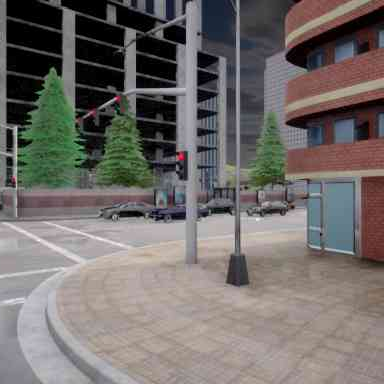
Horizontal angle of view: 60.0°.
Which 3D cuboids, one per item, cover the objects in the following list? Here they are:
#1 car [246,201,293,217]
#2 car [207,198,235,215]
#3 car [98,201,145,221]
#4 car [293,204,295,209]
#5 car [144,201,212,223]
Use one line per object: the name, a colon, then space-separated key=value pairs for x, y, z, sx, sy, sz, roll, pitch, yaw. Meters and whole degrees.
car: x=7.345 y=1.581 z=32.236 sx=4.674 sy=1.442 sz=1.812 roll=0 pitch=0 yaw=-35
car: x=2.187 y=1.407 z=32.876 sx=4.553 sy=1.767 sz=2.097 roll=0 pitch=0 yaw=-35
car: x=-5.295 y=1.547 z=27.576 sx=4.902 sy=1.511 sz=2.128 roll=0 pitch=0 yaw=-35
car: x=9.582 y=1.656 z=38.117 sx=4.718 sy=1.301 sz=1.895 roll=0 pitch=0 yaw=-35
car: x=-1.032 y=1.656 z=26.307 sx=4.718 sy=1.301 sz=1.895 roll=0 pitch=0 yaw=-35
